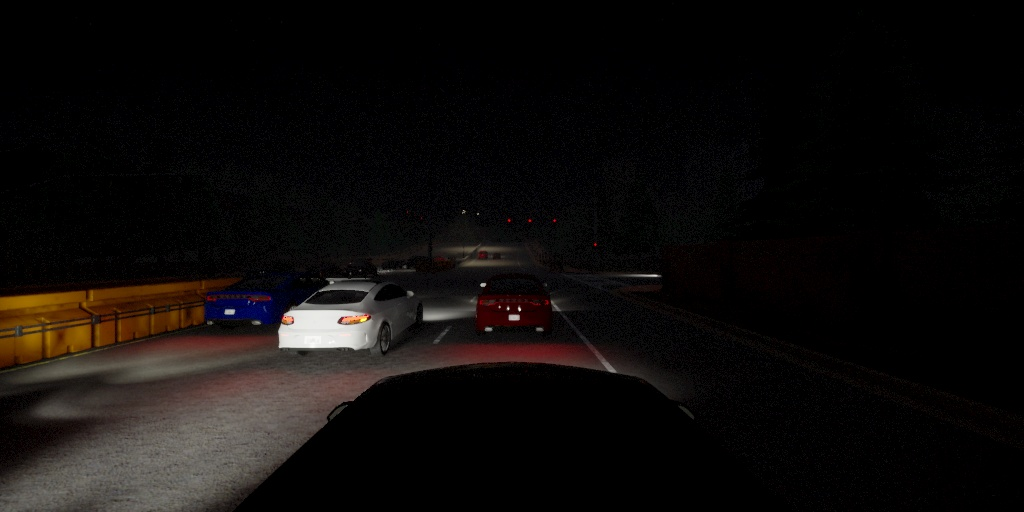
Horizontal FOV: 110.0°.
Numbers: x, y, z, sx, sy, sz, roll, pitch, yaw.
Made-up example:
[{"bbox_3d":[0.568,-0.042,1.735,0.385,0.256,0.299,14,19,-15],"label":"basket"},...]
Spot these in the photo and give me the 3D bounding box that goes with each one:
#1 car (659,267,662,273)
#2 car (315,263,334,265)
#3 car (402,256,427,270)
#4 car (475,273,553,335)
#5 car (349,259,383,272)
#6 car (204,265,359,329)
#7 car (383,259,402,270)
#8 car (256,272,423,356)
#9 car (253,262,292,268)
[{"bbox_3d":[17.273,1.314,36.498,4.181,1.385,1.994,0,0,0],"label":"car"},{"bbox_3d":[-17.668,1.314,33.680,1.994,1.385,4.181,0,0,0],"label":"car"},{"bbox_3d":[-14.202,0.971,53.714,2.150,2.045,5.566,0,0,0],"label":"car"},{"bbox_3d":[0.056,1.228,10.499,1.882,1.535,5.008,0,0,0],"label":"car"},{"bbox_3d":[-14.168,1.276,33.754,1.812,1.442,4.674,0,0,0],"label":"car"},{"bbox_3d":[-6.942,1.228,11.306,1.882,1.535,5.008,0,0,0],"label":"car"},{"bbox_3d":[-17.708,1.238,53.094,2.128,1.511,4.902,0,0,0],"label":"car"},{"bbox_3d":[-3.449,1.276,8.468,1.812,1.442,4.674,0,0,-1],"label":"car"},{"bbox_3d":[-21.164,1.255,31.558,1.837,1.490,4.892,0,0,0],"label":"car"}]
